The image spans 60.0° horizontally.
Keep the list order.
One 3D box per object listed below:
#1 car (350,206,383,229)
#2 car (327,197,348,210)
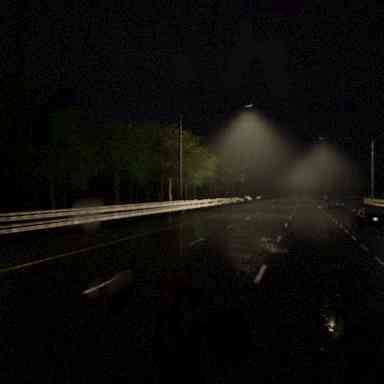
[{"bbox_3d":[11.709,1.624,21.959,1.994,1.385,4.181,0,0,19],"label":"car"},{"bbox_3d":[19.349,1.655,44.765,2.033,1.411,5.357,0,0,19],"label":"car"}]
